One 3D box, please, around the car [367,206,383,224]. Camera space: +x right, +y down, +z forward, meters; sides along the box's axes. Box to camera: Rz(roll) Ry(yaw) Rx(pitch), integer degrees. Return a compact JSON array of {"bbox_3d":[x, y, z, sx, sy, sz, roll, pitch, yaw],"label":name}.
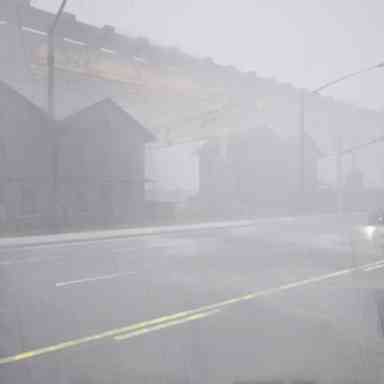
[{"bbox_3d":[13.478,1.494,22.074,4.181,1.385,1.994,0,0,-35],"label":"car"}]
